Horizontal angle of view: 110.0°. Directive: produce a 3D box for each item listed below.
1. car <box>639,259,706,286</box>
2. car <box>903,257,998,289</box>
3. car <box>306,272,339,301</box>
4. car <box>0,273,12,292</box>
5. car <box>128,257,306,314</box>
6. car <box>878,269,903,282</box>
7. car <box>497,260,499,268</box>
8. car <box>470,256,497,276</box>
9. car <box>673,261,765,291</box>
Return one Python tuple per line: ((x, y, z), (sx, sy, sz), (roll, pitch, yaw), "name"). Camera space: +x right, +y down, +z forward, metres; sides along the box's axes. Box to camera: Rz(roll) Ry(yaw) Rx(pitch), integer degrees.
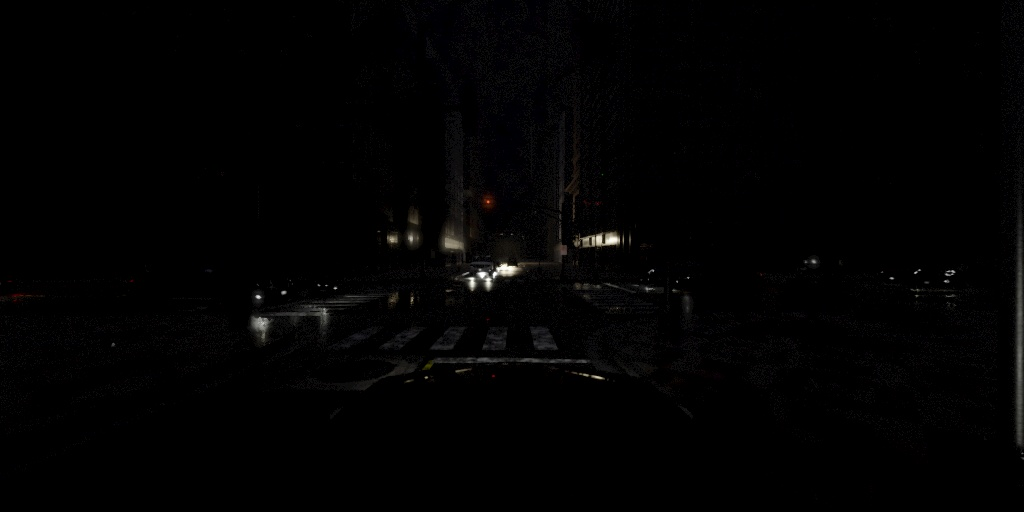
((10.889, 1.011, 23.904), (4.553, 1.767, 2.097), (0, 0, 1), "car")
((26.035, 0.923, 20.563), (4.553, 1.767, 2.097), (0, 0, 0), "car")
((-10.912, 1.310, 17.230), (4.892, 1.490, 1.837), (0, 0, 0), "car")
((-32.027, 1.430, 20.749), (4.674, 1.442, 1.812), (0, 0, 0), "car")
((-11.383, 1.037, 13.766), (5.566, 2.045, 2.150), (0, 0, 4), "car")
((27.450, 1.156, 23.810), (4.718, 1.301, 1.895), (0, 0, 0), "car")
((-3.052, 1.357, 47.371), (1.895, 1.301, 4.718), (0, 0, 0), "car")
((-3.071, 0.975, 37.304), (2.150, 2.045, 5.566), (0, 0, 0), "car")
((11.855, 1.187, 20.607), (4.674, 1.442, 1.812), (0, 0, 2), "car")
